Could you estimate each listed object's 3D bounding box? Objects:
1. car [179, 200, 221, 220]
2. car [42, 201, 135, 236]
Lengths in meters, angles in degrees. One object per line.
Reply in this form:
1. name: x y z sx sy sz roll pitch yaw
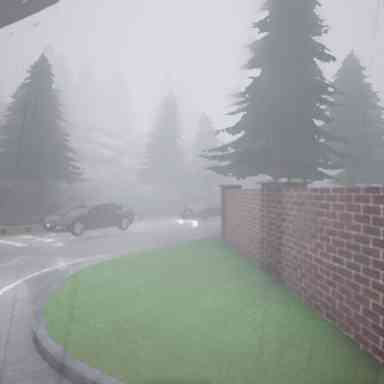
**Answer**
1. car: 0.842 1.309 25.336 1.994 1.385 4.181 0 0 35
2. car: -5.028 1.251 16.795 1.837 1.490 4.892 0 0 35
